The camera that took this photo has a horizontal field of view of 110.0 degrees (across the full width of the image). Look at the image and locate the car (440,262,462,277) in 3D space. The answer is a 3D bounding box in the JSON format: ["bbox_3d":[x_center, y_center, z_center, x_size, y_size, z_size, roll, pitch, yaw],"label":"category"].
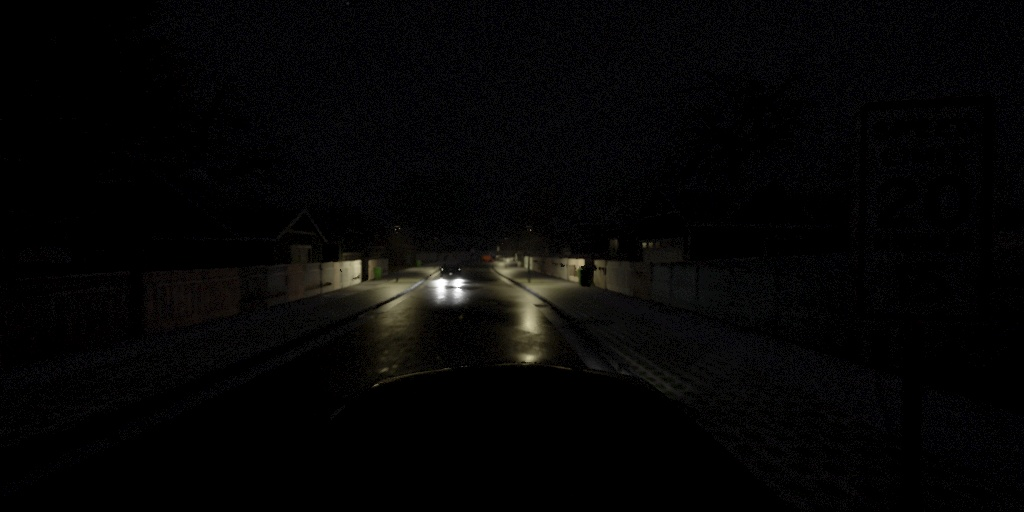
[{"bbox_3d":[-5.527,1.201,32.867,1.895,1.301,4.718,0,1,-8],"label":"car"}]
